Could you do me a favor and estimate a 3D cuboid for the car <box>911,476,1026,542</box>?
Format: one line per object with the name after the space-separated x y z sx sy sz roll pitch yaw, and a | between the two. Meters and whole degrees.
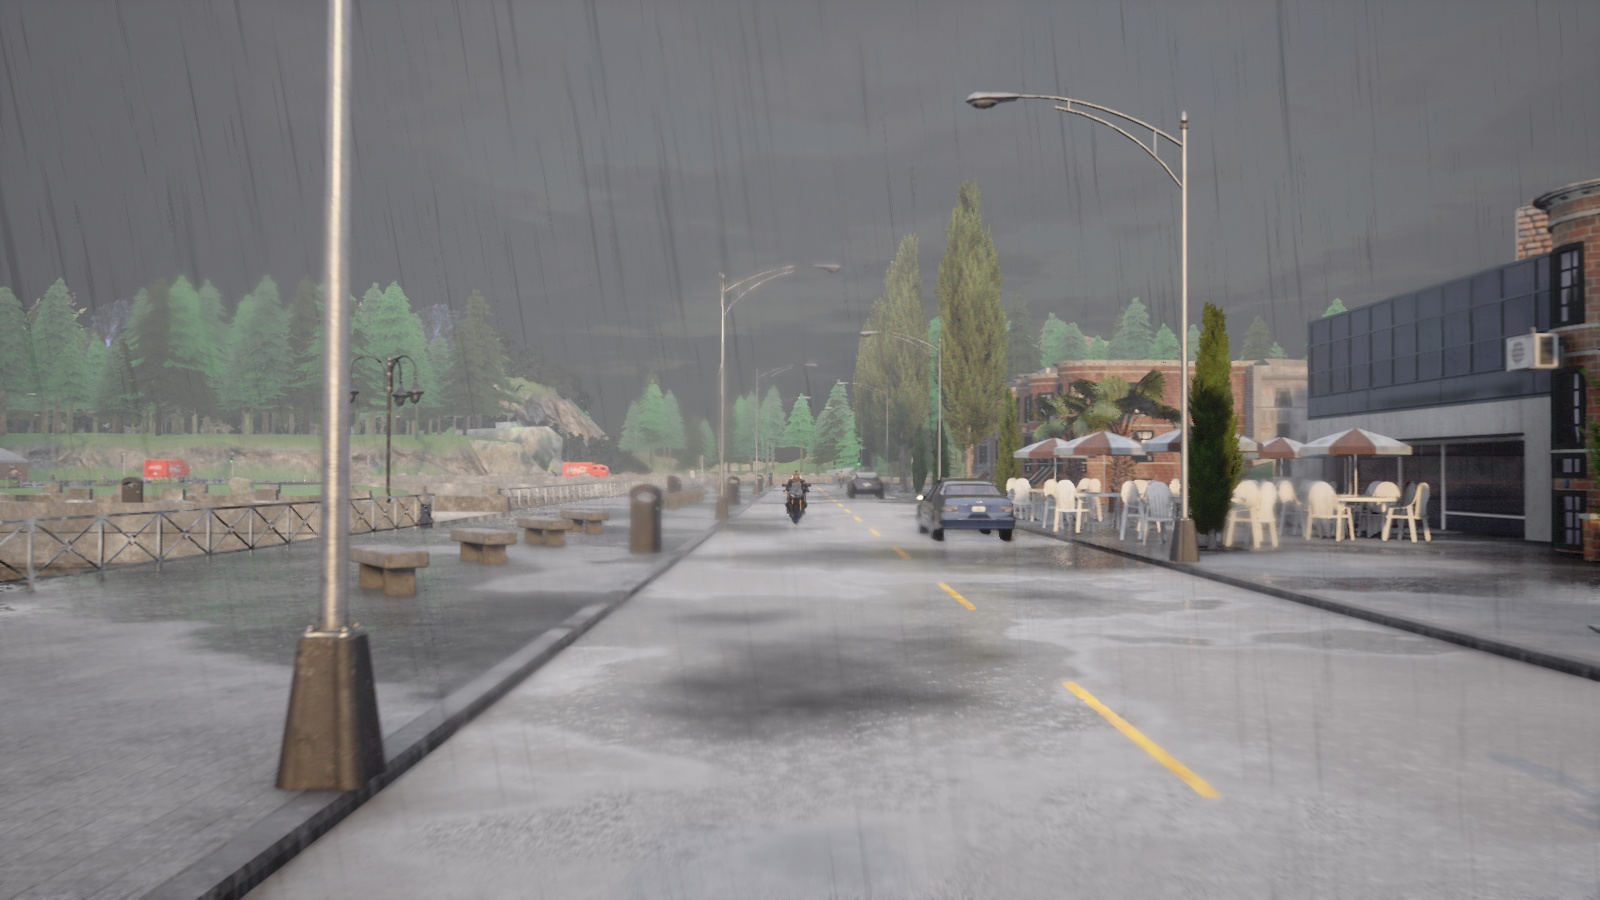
3.923 1.352 30.210 2.033 1.411 5.357 0 -1 0 | car

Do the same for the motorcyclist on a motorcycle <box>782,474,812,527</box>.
-0.096 1.475 37.323 0.866 1.530 2.191 0 -1 0 | motorcyclist on a motorcycle

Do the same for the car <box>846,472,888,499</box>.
3.816 2.016 72.699 2.163 1.488 4.792 0 -1 0 | car
